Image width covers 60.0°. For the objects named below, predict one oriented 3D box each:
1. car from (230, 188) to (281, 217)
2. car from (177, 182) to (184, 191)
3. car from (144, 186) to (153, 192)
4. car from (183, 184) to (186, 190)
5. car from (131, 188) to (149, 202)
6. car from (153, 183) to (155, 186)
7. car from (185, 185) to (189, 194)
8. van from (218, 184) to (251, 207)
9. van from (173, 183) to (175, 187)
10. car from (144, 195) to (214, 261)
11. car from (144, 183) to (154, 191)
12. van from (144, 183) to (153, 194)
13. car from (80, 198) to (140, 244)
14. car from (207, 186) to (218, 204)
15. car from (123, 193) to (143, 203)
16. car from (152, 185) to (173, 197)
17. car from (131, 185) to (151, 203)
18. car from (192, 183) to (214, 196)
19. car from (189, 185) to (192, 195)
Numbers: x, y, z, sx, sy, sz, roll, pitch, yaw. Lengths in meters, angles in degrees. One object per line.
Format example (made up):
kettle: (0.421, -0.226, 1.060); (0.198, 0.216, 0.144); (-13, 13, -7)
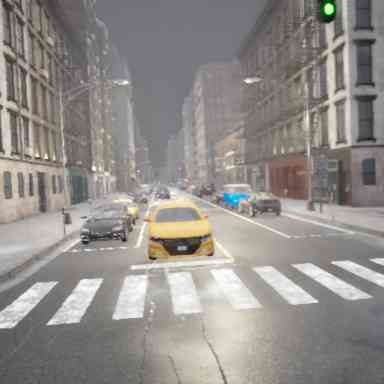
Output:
car: (3.965, 0.671, 20.069); (2.008, 1.369, 4.403); (-3, 2, -6)
car: (-1.656, -0.981, 73.813); (1.887, 1.381, 4.507); (-3, 2, -6)
car: (-10.271, -0.768, 78.353); (2.008, 1.369, 4.403); (-3, 2, -6)
car: (0.011, -0.512, 57.857); (1.752, 1.417, 4.829); (-3, 2, -6)
car: (-6.275, 0.362, 40.567); (1.752, 1.417, 4.829); (-3, 2, -6)
car: (-8.576, -0.510, 62.223); (2.192, 1.841, 5.009); (-3, 2, -6)
car: (0.592, -0.317, 52.316); (2.008, 1.369, 4.403); (-3, 2, -6)
van: (3.394, 0.297, 25.436); (1.690, 1.788, 3.998); (-3, 2, -6)
van: (-3.351, -1.679, 89.929); (1.690, 1.788, 3.998); (-3, 2, -6)
car: (-0.522, 1.118, 11.190); (1.882, 1.535, 5.008); (-3, 2, -6)
car: (-10.850, -1.168, 83.719); (2.192, 1.841, 5.009); (-3, 2, -6)
van: (-8.006, -0.320, 56.851); (1.690, 1.788, 3.998); (-3, 2, -6)
car: (-3.450, 1.204, 13.869); (2.008, 1.369, 4.403); (-3, 2, -6)
car: (2.842, 0.373, 30.819); (1.802, 1.307, 4.206); (-3, 2, -6)
car: (-4.001, 1.019, 19.072); (1.752, 1.417, 4.829); (-3, 2, -6)
car: (-3.595, 0.239, 40.533); (1.837, 1.490, 4.892); (-3, 2, -6)
car: (-5.728, 0.436, 35.360); (1.967, 1.590, 4.097); (-3, 2, -6)
car: (1.707, -0.223, 41.559); (2.192, 1.841, 5.009); (-3, 2, -6)
car: (1.155, -0.137, 46.942); (1.947, 1.339, 4.313); (-3, 2, -6)
